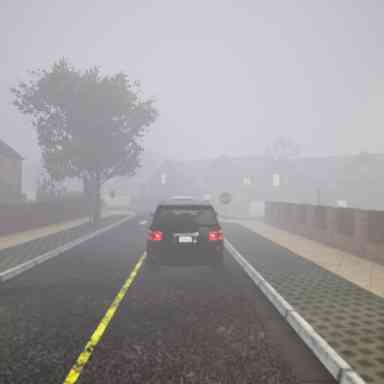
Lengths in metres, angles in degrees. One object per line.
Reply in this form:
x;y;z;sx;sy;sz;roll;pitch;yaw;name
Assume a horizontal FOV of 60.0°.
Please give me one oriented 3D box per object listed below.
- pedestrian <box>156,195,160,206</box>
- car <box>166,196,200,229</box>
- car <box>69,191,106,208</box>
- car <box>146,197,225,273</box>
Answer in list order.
-4.538;1.294;44.209;0.375;1.860;0.375;-1;-5;30;pedestrian
-0.614;1.341;23.659;2.150;2.045;5.566;0;0;-1;car
-13.552;0.987;42.683;5.566;2.045;2.150;2;0;30;car
-0.243;1.283;11.032;2.150;2.045;5.566;0;0;-2;car
